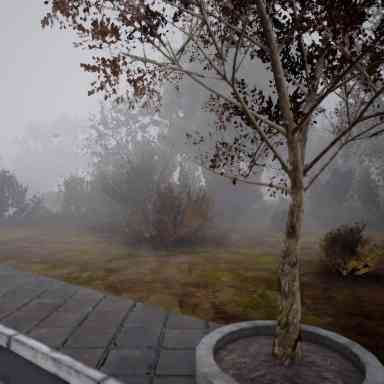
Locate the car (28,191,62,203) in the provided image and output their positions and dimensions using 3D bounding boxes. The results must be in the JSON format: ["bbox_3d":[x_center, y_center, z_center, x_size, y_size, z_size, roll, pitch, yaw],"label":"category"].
[{"bbox_3d":[-18.335,0.933,41.832,2.150,2.045,5.566,1,0,32],"label":"car"}]
